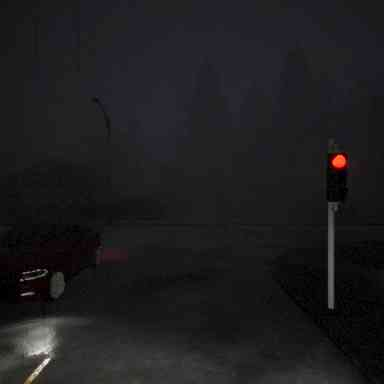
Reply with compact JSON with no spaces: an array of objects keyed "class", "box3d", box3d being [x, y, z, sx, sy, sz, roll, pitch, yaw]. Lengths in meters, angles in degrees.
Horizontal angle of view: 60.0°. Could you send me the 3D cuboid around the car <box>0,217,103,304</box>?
[{"class":"car","box3d":[-3.695,1.478,8.456,1.882,1.535,5.008,1,0,-1]}]
